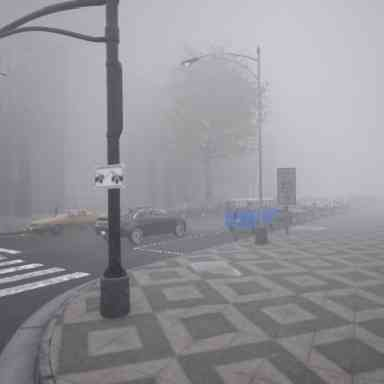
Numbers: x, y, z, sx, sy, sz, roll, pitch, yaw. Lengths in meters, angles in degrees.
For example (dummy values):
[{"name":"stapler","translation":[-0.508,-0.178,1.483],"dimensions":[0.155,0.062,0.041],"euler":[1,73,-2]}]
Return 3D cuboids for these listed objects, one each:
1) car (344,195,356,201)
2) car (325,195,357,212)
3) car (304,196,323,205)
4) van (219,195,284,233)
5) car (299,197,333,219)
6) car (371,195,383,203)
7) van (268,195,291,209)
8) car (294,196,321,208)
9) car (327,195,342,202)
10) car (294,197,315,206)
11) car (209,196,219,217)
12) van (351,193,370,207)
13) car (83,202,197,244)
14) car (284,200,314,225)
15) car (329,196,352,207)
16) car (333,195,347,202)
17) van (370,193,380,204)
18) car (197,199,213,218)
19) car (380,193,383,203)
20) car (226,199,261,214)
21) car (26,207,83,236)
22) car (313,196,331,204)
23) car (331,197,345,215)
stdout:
[{"name":"car","translation":[39.522,1.401,83.184],"dimensions":[2.008,1.369,4.403],"euler":[-1,-1,36]},{"name":"car","translation":[16.038,1.363,35.960],"dimensions":[2.008,1.369,4.403],"euler":[-1,0,36]},{"name":"car","translation":[21.026,1.440,57.483],"dimensions":[1.752,1.417,4.829],"euler":[-1,-1,36]},{"name":"van","translation":[3.387,1.213,18.387],"dimensions":[1.690,1.788,3.998],"euler":[-1,0,36]},{"name":"car","translation":[9.714,1.386,27.173],"dimensions":[1.887,1.381,4.507],"euler":[-1,0,36]},{"name":"car","translation":[35.011,1.304,62.322],"dimensions":[1.947,1.339,4.313],"euler":[-1,-1,36]},{"name":"van","translation":[11.854,1.292,44.744],"dimensions":[1.690,1.788,3.998],"euler":[-1,0,36]},{"name":"car","translation":[15.958,1.387,45.717],"dimensions":[2.128,1.511,4.902],"euler":[-1,-1,36]},{"name":"car","translation":[29.981,1.433,69.927],"dimensions":[2.008,1.369,4.403],"euler":[-1,-1,36]},{"name":"car","translation":[18.035,1.492,53.327],"dimensions":[1.947,1.339,4.313],"euler":[-1,0,36]},{"name":"car","translation":[2.585,1.307,31.865],"dimensions":[2.192,1.841,5.009],"euler":[-1,0,36]},{"name":"van","translation":[22.359,1.127,44.749],"dimensions":[1.690,1.788,3.998],"euler":[-1,0,36]},{"name":"car","translation":[-2.170,1.429,15.395],"dimensions":[2.128,1.511,4.902],"euler":[-1,-1,36]},{"name":"car","translation":[6.552,1.422,22.779],"dimensions":[1.947,1.339,4.313],"euler":[-1,0,36]},{"name":"car","translation":[21.800,1.376,48.698],"dimensions":[2.033,1.411,5.357],"euler":[-1,-1,36]},{"name":"car","translation":[33.162,1.416,74.345],"dimensions":[1.887,1.381,4.507],"euler":[-1,-1,36]},{"name":"van","translation":[28.683,1.103,53.537],"dimensions":[1.690,1.788,3.998],"euler":[-1,-1,36]},{"name":"car","translation":[-0.501,1.552,27.571],"dimensions":[1.887,1.381,4.507],"euler":[-1,0,36]},{"name":"car","translation":[31.947,1.275,58.067],"dimensions":[1.752,1.417,4.829],"euler":[-1,-1,36]},{"name":"car","translation":[5.678,1.529,36.157],"dimensions":[2.008,1.369,4.403],"euler":[-1,0,36]},{"name":"car","translation":[-6.786,1.564,18.849],"dimensions":[1.752,1.417,4.829],"euler":[-1,0,36]},{"name":"car","translation":[24.215,1.453,61.914],"dimensions":[2.008,1.369,4.403],"euler":[-1,-1,36]},{"name":"car","translation":[12.876,1.408,31.567],"dimensions":[1.802,1.307,4.206],"euler":[-1,0,36]}]
